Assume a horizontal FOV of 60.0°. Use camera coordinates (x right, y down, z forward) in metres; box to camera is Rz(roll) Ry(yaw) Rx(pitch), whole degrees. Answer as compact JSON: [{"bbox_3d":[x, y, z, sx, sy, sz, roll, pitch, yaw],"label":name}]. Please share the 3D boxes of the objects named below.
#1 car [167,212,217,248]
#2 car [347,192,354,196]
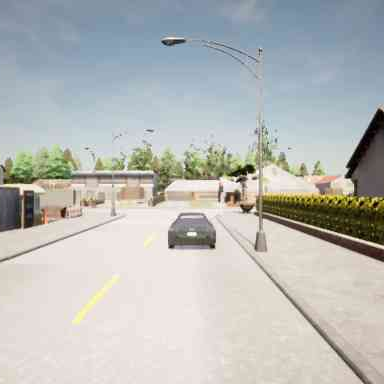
[{"bbox_3d":[0.000,1.571,14.650,1.994,1.385,4.181,0,0,0],"label":"car"},{"bbox_3d":[38.004,0.972,78.375,1.905,1.878,3.866,0,0,0],"label":"car"}]
